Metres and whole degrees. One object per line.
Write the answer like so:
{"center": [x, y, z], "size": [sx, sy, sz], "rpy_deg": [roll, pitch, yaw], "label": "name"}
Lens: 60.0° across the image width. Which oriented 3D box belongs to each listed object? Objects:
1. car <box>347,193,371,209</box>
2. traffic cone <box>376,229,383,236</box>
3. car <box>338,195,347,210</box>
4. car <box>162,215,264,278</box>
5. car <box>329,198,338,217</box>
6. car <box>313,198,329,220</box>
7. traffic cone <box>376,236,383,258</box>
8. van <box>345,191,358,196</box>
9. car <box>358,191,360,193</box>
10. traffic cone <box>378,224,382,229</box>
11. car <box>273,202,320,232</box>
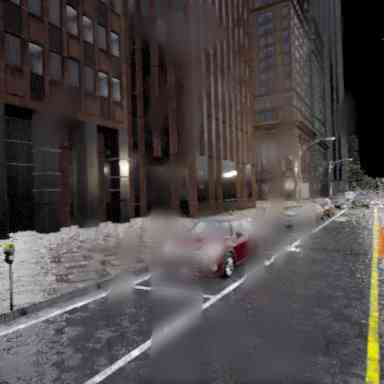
{"center": [19.709, 1.190, 38.915], "size": [1.837, 1.490, 4.892], "rpy_deg": [-2, -1, 30], "label": "car"}
{"center": [7.273, 1.835, 12.783], "size": [0.340, 0.580, 0.340], "rpy_deg": [-2, -1, 29], "label": "traffic cone"}
{"center": [16.829, 1.350, 39.336], "size": [1.947, 1.339, 4.313], "rpy_deg": [-2, 0, 29], "label": "car"}
{"center": [0.776, 1.513, 10.338], "size": [1.967, 1.590, 4.097], "rpy_deg": [-2, -1, 29], "label": "car"}
{"center": [11.476, 1.327, 29.672], "size": [1.967, 1.590, 4.097], "rpy_deg": [-2, 0, 29], "label": "car"}
{"center": [8.721, 1.463, 24.689], "size": [1.752, 1.417, 4.829], "rpy_deg": [-2, -1, 29], "label": "car"}
{"center": [6.305, 1.851, 11.033], "size": [0.340, 0.580, 0.340], "rpy_deg": [-2, -1, 29], "label": "traffic cone"}
{"center": [29.728, 0.890, 62.662], "size": [1.690, 1.788, 3.998], "rpy_deg": [-2, -1, 29], "label": "van"}
{"center": [32.365, 0.944, 67.421], "size": [1.967, 1.590, 4.097], "rpy_deg": [-2, -1, 29], "label": "car"}
{"center": [8.242, 1.819, 14.533], "size": [0.340, 0.580, 0.340], "rpy_deg": [-2, -1, 29], "label": "traffic cone"}
{"center": [6.129, 1.534, 20.004], "size": [2.008, 1.369, 4.403], "rpy_deg": [-2, -1, 29], "label": "car"}
